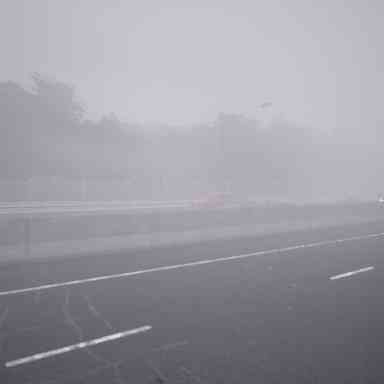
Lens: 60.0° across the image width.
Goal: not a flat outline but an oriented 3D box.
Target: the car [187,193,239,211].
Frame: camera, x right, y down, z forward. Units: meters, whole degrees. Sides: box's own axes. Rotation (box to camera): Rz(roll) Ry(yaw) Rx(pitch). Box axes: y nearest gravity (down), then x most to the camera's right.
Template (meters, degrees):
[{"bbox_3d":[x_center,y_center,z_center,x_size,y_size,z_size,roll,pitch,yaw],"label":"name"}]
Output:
[{"bbox_3d":[2.219,1.104,31.132,5.566,2.045,2.150,0,0,-34],"label":"car"}]

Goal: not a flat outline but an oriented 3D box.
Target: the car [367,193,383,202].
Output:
[{"bbox_3d":[23.780,0.902,41.346,4.553,1.767,2.097,-2,1,-33],"label":"car"}]

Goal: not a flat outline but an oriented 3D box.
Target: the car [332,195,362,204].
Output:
[{"bbox_3d":[20.173,1.119,43.159,4.674,1.442,1.812,-1,1,-33],"label":"car"}]

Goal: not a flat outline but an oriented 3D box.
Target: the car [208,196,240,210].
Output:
[{"bbox_3d":[4.194,1.376,28.237,4.902,1.511,2.128,0,0,-34],"label":"car"}]

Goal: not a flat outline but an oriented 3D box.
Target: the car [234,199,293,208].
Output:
[{"bbox_3d":[6.114,1.435,25.321,5.357,1.411,2.033,0,0,-35],"label":"car"}]
